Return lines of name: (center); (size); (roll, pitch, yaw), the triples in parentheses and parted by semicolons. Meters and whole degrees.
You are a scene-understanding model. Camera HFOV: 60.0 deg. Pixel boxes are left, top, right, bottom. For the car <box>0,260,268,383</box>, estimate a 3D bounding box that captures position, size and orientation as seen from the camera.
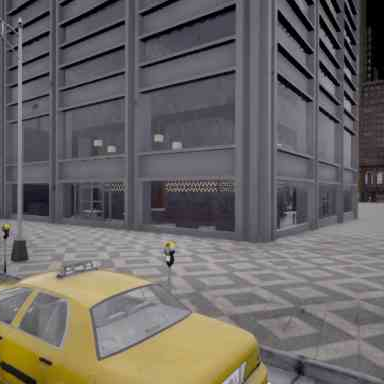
car: (-1.558, 1.525, 4.063); (4.829, 1.417, 1.752); (0, 0, 35)
